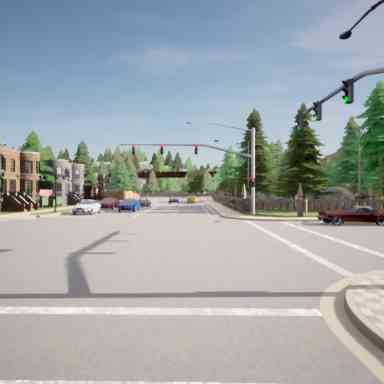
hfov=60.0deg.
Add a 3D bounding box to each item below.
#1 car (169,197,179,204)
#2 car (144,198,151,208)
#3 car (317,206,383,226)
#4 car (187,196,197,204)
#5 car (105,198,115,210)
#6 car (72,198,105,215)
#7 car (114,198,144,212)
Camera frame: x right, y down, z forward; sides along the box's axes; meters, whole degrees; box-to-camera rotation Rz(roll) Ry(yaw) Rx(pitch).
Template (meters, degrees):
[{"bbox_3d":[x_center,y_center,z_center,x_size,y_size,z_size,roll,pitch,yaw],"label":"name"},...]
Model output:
[{"bbox_3d":[-3.508,1.598,65.155,1.895,1.301,4.718,0,0,0],"label":"car"},{"bbox_3d":[-7.146,1.562,48.306,1.994,1.385,4.181,0,0,0],"label":"car"},{"bbox_3d":[11.151,1.600,22.850,4.718,1.301,1.895,0,0,2],"label":"car"},{"bbox_3d":[-0.007,1.475,64.870,1.882,1.535,5.008,0,0,0],"label":"car"},{"bbox_3d":[-10.658,1.476,43.033,1.882,1.535,5.008,0,0,0],"label":"car"},{"bbox_3d":[-10.652,1.524,33.980,1.812,1.442,4.674,0,0,0],"label":"car"},{"bbox_3d":[-7.158,1.476,38.319,1.882,1.535,5.008,0,0,0],"label":"car"}]
